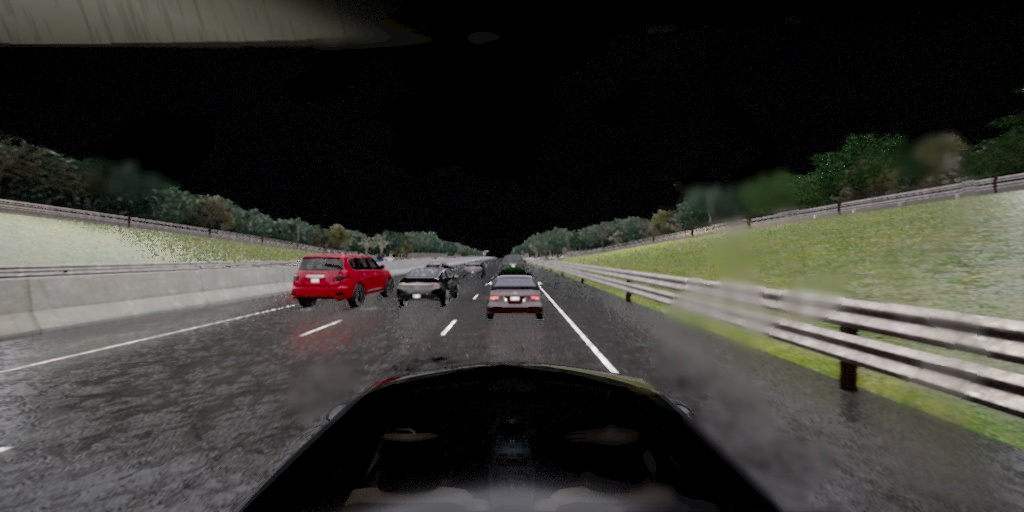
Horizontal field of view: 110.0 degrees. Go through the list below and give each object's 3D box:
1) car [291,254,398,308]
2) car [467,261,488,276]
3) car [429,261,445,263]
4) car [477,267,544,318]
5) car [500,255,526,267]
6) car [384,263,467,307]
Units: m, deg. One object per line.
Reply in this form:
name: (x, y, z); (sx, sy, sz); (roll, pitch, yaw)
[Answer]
car: (-6.896, 0.948, 15.242); (2.150, 2.045, 5.566); (0, 0, 0)
car: (-3.391, 1.210, 33.446); (2.128, 1.511, 4.902); (0, 0, 0)
car: (-6.891, 1.210, 33.457); (2.128, 1.511, 4.902); (0, 0, 0)
car: (0.102, 1.277, 12.886); (2.033, 1.411, 5.357); (0, 0, 0)
car: (0.109, 0.940, 32.989); (2.150, 2.045, 5.566); (0, 0, 0)
car: (-3.396, 1.218, 15.222); (2.128, 1.511, 4.902); (0, 0, 0)
